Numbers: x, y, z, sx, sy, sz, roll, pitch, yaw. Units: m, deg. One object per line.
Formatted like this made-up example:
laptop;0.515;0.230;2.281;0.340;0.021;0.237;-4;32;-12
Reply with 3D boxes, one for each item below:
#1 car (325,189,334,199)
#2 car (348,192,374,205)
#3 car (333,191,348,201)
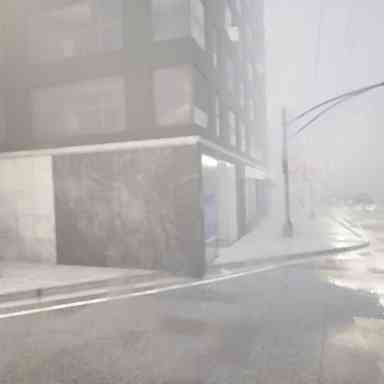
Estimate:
car;28.094;0.514;65.263;2.128;1.511;4.902;-2;0;16
car;21.385;0.765;41.718;1.837;1.490;4.892;-2;0;17
car;25.115;0.667;54.808;1.994;1.385;4.181;-2;0;16
